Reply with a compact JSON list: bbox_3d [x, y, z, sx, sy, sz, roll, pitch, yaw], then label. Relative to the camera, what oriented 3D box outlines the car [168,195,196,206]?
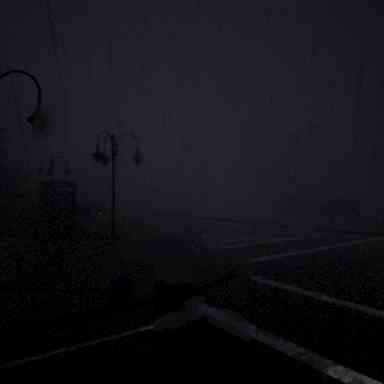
[{"bbox_3d":[-1.927,1.341,51.502,2.007,1.523,4.514,0,0,-36],"label":"car"}]

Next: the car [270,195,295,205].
[{"bbox_3d":[14.698,1.313,53.987,1.845,1.501,3.633,0,0,-36],"label":"car"}]

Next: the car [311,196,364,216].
[{"bbox_3d":[13.184,1.375,30.303,1.845,1.501,3.633,0,0,-36],"label":"car"}]

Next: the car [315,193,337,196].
[{"bbox_3d":[22.862,1.287,59.750,2.007,1.523,4.514,0,0,-36],"label":"car"}]

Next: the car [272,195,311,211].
[{"bbox_3d":[11.307,1.384,38.076,1.970,1.475,3.806,0,0,-36],"label":"car"}]

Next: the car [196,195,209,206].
[{"bbox_3d":[0.598,1.330,53.365,2.152,1.636,5.027,0,0,-36],"label":"car"}]

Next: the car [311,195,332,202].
[{"bbox_3d":[28.471,1.343,73.281,1.970,1.475,3.806,0,0,-36],"label":"car"}]

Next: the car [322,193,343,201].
[{"bbox_3d":[31.533,1.058,74.712,1.905,1.878,3.866,0,0,-36],"label":"car"}]

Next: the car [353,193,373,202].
[{"bbox_3d":[33.421,1.080,66.397,1.932,1.855,4.605,0,0,-36],"label":"car"}]

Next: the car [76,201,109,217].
[{"bbox_3d":[-9.773,1.558,32.034,2.033,1.411,5.357,0,0,-36],"label":"car"}]
